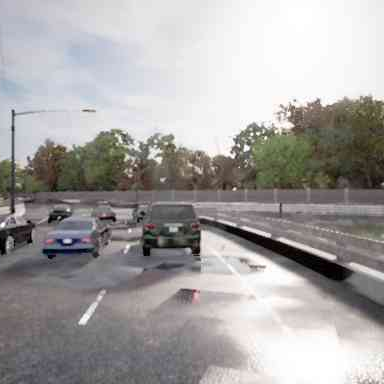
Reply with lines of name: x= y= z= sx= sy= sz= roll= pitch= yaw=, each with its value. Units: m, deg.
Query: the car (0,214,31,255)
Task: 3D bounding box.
car: x=-8.078 y=1.654 z=14.009 sx=2.128 sy=1.511 sz=4.902 roll=0 pitch=0 yaw=-8

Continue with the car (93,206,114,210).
car: x=-7.933 y=1.896 z=29.870 sx=1.994 sy=1.385 sz=4.181 roll=0 pitch=-1 yaw=-17

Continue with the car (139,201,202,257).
car: x=-0.986 y=1.378 z=13.960 sx=2.150 sy=2.045 sz=5.566 roll=0 pitch=0 yaw=-8

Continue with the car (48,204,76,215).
car: x=-11.289 y=1.832 z=28.893 sx=1.837 sy=1.490 sz=4.892 roll=0 pitch=0 yaw=-17

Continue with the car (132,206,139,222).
car: x=-4.236 y=1.874 z=29.780 sx=2.033 sy=1.411 sz=5.357 roll=0 pitch=-1 yaw=-16

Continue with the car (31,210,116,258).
car: x=-4.451 y=1.699 z=13.470 sx=2.033 sy=1.411 sz=5.357 roll=0 pitch=-1 yaw=-8
